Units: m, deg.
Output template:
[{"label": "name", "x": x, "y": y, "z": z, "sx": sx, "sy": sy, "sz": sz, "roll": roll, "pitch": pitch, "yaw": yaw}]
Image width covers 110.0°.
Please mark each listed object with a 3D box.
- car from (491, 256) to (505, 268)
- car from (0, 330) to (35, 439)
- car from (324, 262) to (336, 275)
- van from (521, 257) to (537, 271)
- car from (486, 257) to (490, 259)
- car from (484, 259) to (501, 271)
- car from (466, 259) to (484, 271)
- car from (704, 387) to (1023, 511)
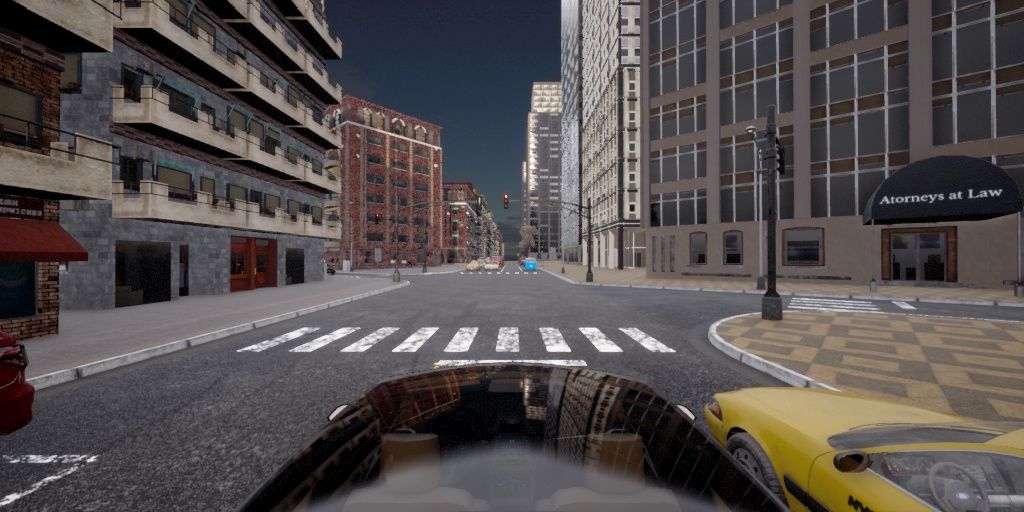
[{"label": "car", "x": -2.844, "y": 1.046, "z": 63.103, "sx": 2.150, "sy": 2.045, "sz": 5.566, "roll": 0, "pitch": 0, "yaw": 0}, {"label": "car", "x": -5.314, "y": 1.065, "z": 1.107, "sx": 2.192, "sy": 1.841, "sz": 5.009, "roll": 0, "pitch": 0, "yaw": 0}, {"label": "car", "x": -22.368, "y": 1.456, "z": 41.805, "sx": 4.892, "sy": 1.490, "sz": 1.837, "roll": -1, "pitch": -1, "yaw": 41}, {"label": "van", "x": 2.545, "y": 1.136, "z": 50.110, "sx": 1.690, "sy": 1.789, "sz": 3.998, "roll": 0, "pitch": 0, "yaw": 0}, {"label": "car", "x": -5.340, "y": 1.260, "z": 61.212, "sx": 1.967, "sy": 1.591, "sz": 4.097, "roll": 0, "pitch": 0, "yaw": 0}, {"label": "car", "x": -2.869, "y": 1.397, "z": 50.221, "sx": 1.895, "sy": 1.301, "sz": 4.718, "roll": 0, "pitch": 0, "yaw": -2}, {"label": "car", "x": -5.335, "y": 1.321, "z": 49.937, "sx": 1.751, "sy": 1.417, "sz": 4.829, "roll": 0, "pitch": 0, "yaw": 0}, {"label": "car", "x": 2.566, "y": 1.275, "z": 1.287, "sx": 1.751, "sy": 1.417, "sz": 4.829, "roll": 0, "pitch": 0, "yaw": 0}]
